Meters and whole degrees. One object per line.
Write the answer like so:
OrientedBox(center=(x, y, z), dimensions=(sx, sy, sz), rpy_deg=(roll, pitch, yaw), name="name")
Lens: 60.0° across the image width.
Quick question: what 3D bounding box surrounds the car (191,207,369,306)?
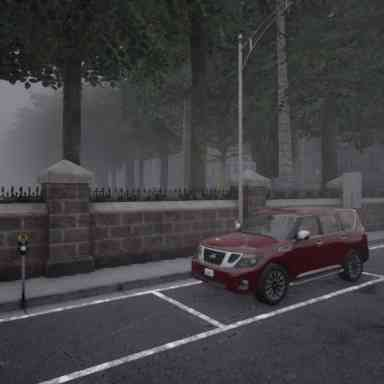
OrientedBox(center=(2.394, 1.321, 8.239), dimensions=(5.009, 1.841, 2.192), rpy_deg=(0, 0, -35), name="car")
